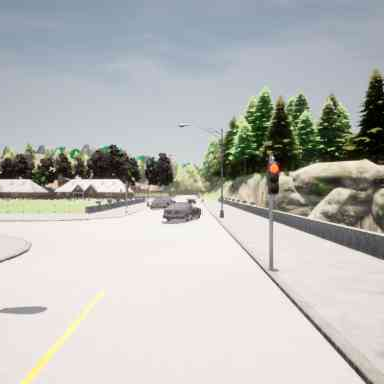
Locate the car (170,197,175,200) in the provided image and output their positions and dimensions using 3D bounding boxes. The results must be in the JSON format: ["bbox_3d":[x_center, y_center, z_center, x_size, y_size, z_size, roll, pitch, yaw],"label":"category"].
[{"bbox_3d":[-4.265,1.547,52.383,2.033,1.411,5.357,0,0,-1],"label":"car"}]

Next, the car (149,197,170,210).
[{"bbox_3d":[-4.240,1.526,42.674,1.812,1.442,4.674,0,0,-1],"label":"car"}]

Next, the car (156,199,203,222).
[{"bbox_3d":[-0.661,1.547,26.239,2.033,1.411,5.357,0,0,17],"label":"car"}]

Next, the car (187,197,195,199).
[{"bbox_3d":[-0.207,1.601,63.384,1.895,1.301,4.718,0,0,0],"label":"car"}]

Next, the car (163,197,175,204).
[{"bbox_3d":[-4.261,1.601,63.200,1.895,1.301,4.718,0,0,0],"label":"car"}]
